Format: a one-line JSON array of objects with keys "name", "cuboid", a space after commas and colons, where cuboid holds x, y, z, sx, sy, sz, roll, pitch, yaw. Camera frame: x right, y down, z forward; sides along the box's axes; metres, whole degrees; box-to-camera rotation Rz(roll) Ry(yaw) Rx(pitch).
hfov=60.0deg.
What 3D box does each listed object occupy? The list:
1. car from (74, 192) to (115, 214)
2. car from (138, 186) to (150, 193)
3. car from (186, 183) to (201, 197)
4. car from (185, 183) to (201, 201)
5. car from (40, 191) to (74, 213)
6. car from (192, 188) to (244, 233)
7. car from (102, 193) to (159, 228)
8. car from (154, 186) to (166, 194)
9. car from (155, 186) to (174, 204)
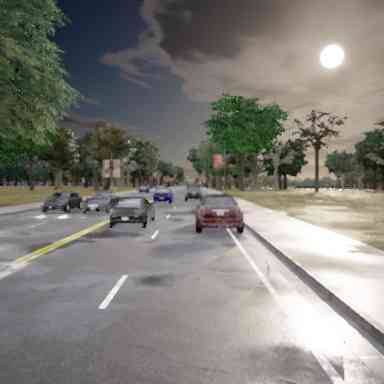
[{"name": "car", "cuboid": [-6.495, 0.740, 24.212, 2.128, 1.511, 4.902, 0, 2, 0]}, {"name": "car", "cuboid": [-9.491, -0.476, 65.804, 1.882, 1.535, 5.008, 0, 2, 1]}, {"name": "car", "cuboid": [0.219, -0.337, 51.549, 2.150, 2.045, 5.566, 0, 2, 0]}, {"name": "car", "cuboid": [0.227, 0.126, 39.988, 2.097, 1.767, 4.553, 0, 2, 1]}, {"name": "car", "cuboid": [-9.741, 0.719, 25.288, 1.837, 1.490, 4.892, 0, 2, 0]}, {"name": "car", "cuboid": [1.205, 0.853, 16.100, 2.097, 1.767, 4.553, 0, 2, 0]}, {"name": "car", "cuboid": [-3.062, 0.981, 17.565, 1.812, 1.442, 4.674, 0, 2, 0]}, {"name": "car", "cuboid": [-6.241, -0.475, 65.791, 1.882, 1.535, 5.008, 0, 2, 1]}, {"name": "car", "cuboid": [-3.001, 0.380, 35.646, 1.882, 1.535, 5.008, 0, 2, 0]}]
